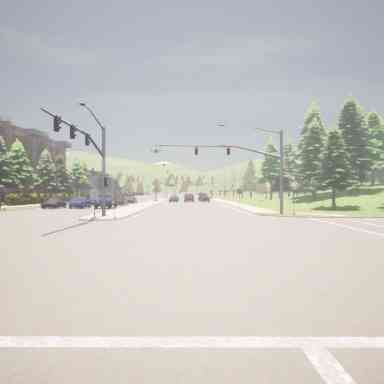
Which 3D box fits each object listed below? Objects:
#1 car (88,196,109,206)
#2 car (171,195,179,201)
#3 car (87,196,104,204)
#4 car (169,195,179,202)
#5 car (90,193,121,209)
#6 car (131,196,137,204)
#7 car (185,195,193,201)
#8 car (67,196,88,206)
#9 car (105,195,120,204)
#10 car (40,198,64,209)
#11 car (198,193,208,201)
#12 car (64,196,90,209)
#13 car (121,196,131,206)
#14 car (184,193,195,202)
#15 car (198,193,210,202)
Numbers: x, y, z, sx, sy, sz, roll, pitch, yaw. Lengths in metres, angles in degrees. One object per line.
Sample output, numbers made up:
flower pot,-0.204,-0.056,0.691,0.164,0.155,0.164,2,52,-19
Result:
car,-15.415,1.491,54.915,2.128,1.511,4.902,0,0,-1
car,-4.274,1.488,83.493,1.812,1.442,4.674,0,0,-1
car,-19.008,1.505,65.741,1.837,1.490,4.892,0,0,-1
car,-4.108,1.540,72.875,2.033,1.411,5.357,0,0,-1
car,-11.785,1.221,45.694,2.150,2.045,5.566,0,0,-1
car,-12.023,1.547,65.668,2.033,1.411,5.357,0,0,0
car,-0.775,1.464,83.548,1.837,1.490,4.892,0,0,-1
car,-18.917,1.477,55.308,1.882,1.535,5.008,0,0,-1
car,-15.510,1.477,64.970,1.882,1.535,5.008,0,0,0
car,-18.783,1.547,45.577,2.033,1.411,5.357,0,0,-1
car,2.724,1.194,83.644,2.150,2.045,5.566,0,0,-1
car,-15.281,1.477,45.510,1.882,1.535,5.008,0,0,-1
car,-11.920,1.505,55.373,1.837,1.490,4.892,0,0,-1
car,-0.609,1.225,72.995,2.150,2.045,5.566,0,0,-1
car,2.884,1.500,73.420,1.837,1.490,4.892,0,0,-1
